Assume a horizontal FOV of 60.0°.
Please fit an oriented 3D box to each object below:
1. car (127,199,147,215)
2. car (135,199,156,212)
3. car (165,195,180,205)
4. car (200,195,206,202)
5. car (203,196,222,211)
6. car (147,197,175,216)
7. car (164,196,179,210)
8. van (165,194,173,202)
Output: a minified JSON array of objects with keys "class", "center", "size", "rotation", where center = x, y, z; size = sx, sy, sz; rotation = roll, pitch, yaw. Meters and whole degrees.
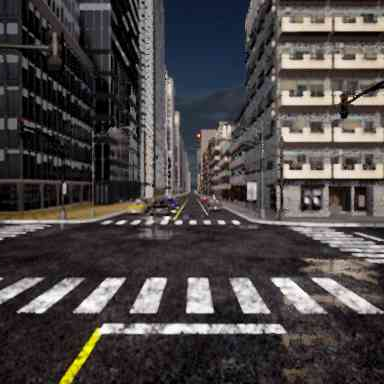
[{"class":"car","center":[-5.655,1.542,34.730],"size":[1.752,1.417,4.829],"rotation":[-1,0,0]},{"class":"car","center":[-5.647,1.586,40.554],"size":[1.947,1.339,4.313],"rotation":[-1,0,0]},{"class":"car","center":[-2.964,1.575,53.399],"size":[2.033,1.411,5.357],"rotation":[0,0,0]},{"class":"car","center":[2.779,1.480,74.470],"size":[1.967,1.590,4.097],"rotation":[-1,0,0]},{"class":"car","center":[2.733,1.571,40.542],"size":[2.008,1.369,4.403],"rotation":[-1,0,0]},{"class":"car","center":[-3.045,1.521,33.267],"size":[1.837,1.490,4.892],"rotation":[0,0,0]},{"class":"car","center":[-3.029,1.547,43.014],"size":[1.812,1.442,4.674],"rotation":[0,0,0]},{"class":"van","center":[-5.594,1.384,80.137],"size":[1.690,1.788,3.998],"rotation":[-1,0,0]}]
